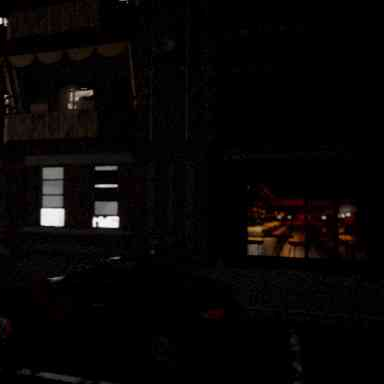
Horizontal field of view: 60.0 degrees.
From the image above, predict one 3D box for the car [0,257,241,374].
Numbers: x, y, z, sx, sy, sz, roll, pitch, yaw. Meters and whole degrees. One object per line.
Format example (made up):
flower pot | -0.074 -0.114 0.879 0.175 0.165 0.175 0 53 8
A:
car | -1.330 1.744 5.410 4.206 1.307 1.802 0 -2 15
